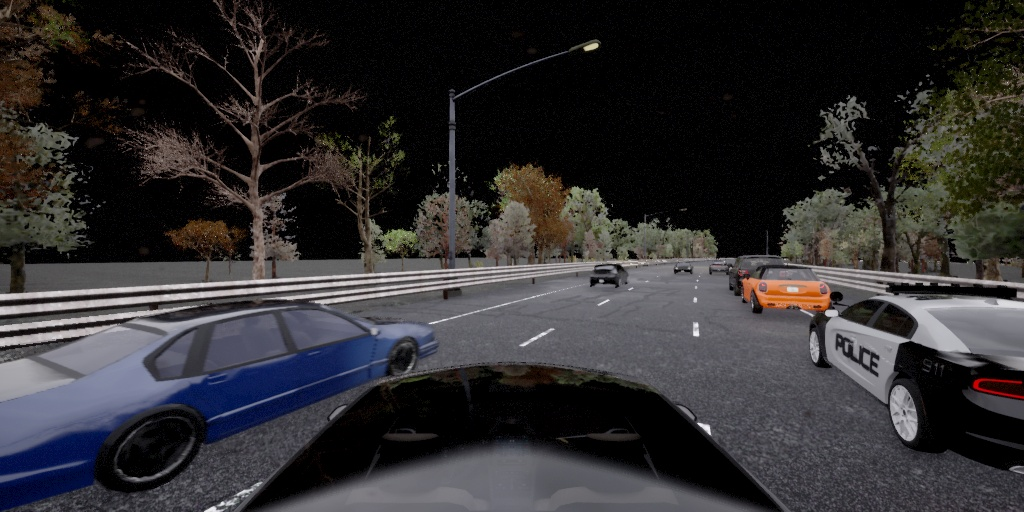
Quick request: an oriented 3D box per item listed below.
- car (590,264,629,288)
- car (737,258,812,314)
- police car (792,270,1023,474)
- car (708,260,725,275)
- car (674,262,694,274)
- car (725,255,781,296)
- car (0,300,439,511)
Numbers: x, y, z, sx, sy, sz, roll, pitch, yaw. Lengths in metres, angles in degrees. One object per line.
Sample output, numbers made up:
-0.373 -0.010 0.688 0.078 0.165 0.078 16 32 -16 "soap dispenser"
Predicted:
6.608 1.261 24.121 1.837 1.490 4.892 0 0 28 "car"
10.006 1.102 13.437 2.097 1.767 4.553 0 0 27 "car"
5.634 1.175 4.739 1.930 1.638 5.238 0 0 26 "police car"
22.661 1.262 39.255 2.128 1.511 4.902 0 0 30 "car"
19.535 1.370 40.685 1.895 1.301 4.718 0 0 29 "car"
12.749 0.978 18.756 2.150 2.045 5.566 0 0 27 "car"
-3.260 1.297 4.669 2.033 1.411 5.357 0 0 26 "car"
